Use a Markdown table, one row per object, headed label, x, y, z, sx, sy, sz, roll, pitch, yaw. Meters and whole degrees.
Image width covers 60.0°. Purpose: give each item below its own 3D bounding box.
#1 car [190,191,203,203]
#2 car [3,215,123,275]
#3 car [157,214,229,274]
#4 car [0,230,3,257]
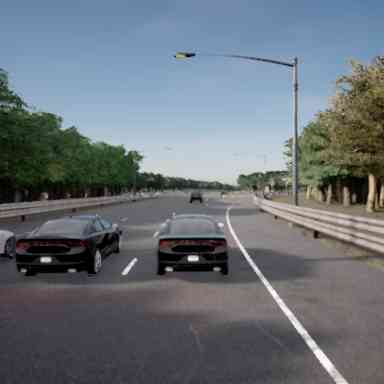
| label | x | y | z | sx | sy | sz | roll | pitch | yaw |
| --- | --- | --- | --- | --- | --- | --- | --- | --- | --- |
| car | 0.873 | 0.897 | 61.766 | 2.150 | 2.045 | 5.566 | 0 | 0 | 2 |
| car | -3.485 | 1.444 | 10.376 | 1.882 | 1.535 | 5.008 | 0 | 0 | 0 |
| car | 0.015 | 1.431 | 10.453 | 1.882 | 1.535 | 5.008 | 0 | 0 | 0 |
| car | -6.981 | 1.509 | 9.679 | 1.812 | 1.442 | 4.674 | 0 | 0 | 0 |
